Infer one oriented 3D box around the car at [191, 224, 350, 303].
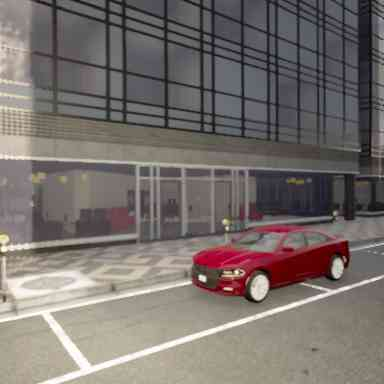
[{"bbox_3d":[2.047,1.510,8.114,4.507,1.381,1.887,0,0,-36],"label":"car"}]
